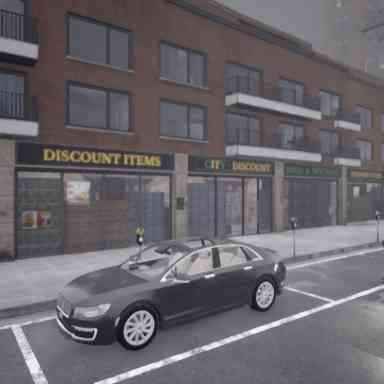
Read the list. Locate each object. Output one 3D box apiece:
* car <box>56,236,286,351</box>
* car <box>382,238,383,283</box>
[{"bbox_3d":[-0.127,1.549,6.099,4.403,1.369,2.008,0,0,-36],"label":"car"},{"bbox_3d":[6.593,1.542,7.778,5.357,1.411,2.033,0,0,-36],"label":"car"}]
